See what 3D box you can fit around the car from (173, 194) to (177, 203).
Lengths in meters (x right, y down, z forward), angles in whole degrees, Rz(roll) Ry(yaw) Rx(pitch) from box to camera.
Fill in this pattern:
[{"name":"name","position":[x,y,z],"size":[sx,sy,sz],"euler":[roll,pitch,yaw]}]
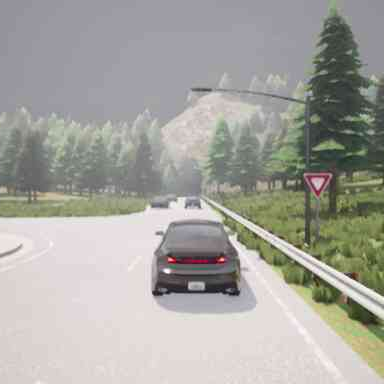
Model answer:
[{"name":"car","position":[-3.563,1.046,57.590],"size":[1.812,1.442,4.674],"euler":[0,0,1]}]

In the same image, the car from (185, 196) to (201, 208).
[{"name":"car","position":[0.091,1.189,40.428],"size":[1.812,1.442,4.674],"euler":[0,0,0]}]

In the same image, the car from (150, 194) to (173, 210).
[{"name":"car","position":[-3.602,1.161,37.966],"size":[1.882,1.535,5.008],"euler":[0,1,0]}]

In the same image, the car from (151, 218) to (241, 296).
[{"name":"car","position":[0.084,1.434,8.437],"size":[1.837,1.490,4.892],"euler":[0,0,0]}]
